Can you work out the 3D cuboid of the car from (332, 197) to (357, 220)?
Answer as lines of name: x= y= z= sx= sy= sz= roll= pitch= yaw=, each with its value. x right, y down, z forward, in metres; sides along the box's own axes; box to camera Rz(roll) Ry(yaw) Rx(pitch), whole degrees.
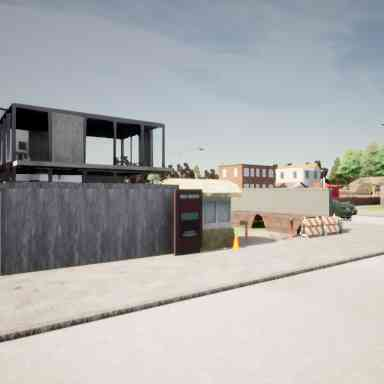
car: x=10.757 y=1.221 z=27.842 sx=2.150 sy=2.045 sz=5.566 roll=0 pitch=0 yaw=-36
